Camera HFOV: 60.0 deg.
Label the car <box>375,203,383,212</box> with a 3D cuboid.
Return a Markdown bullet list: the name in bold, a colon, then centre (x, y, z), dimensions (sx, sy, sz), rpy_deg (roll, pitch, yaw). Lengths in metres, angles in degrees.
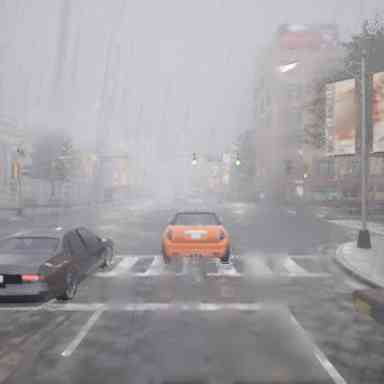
- **car**: centre (22.987, 1.510, 37.008), dimensions (4.902, 1.511, 2.128), rpy_deg (0, 0, 0)

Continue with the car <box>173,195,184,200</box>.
- **car**: centre (-3.333, 1.621, 86.578), dimensions (1.895, 1.301, 4.718), rpy_deg (0, 0, 0)

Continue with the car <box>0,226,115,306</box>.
- **car**: centre (-3.388, 1.549, 8.249), dimensions (2.033, 1.411, 5.357), rpy_deg (0, 0, 0)

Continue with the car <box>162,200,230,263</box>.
- **car**: centre (0.120, 1.356, 12.137), dimensions (2.097, 1.767, 4.553), rpy_deg (0, 0, 0)
